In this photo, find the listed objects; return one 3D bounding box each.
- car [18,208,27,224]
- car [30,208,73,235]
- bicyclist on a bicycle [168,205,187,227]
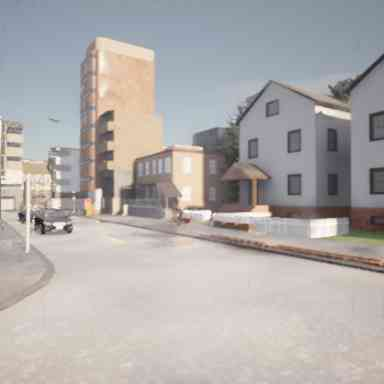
[{"bbox_3d":[-14.630,2.141,30.422,1.895,1.301,4.718,1,-1,-32],"label":"car"},{"bbox_3d":[-9.176,1.881,21.852,2.128,1.511,4.902,1,-1,-33],"label":"car"},{"bbox_3d":[-1.063,1.794,24.750,1.656,1.620,0.582,0,-1,-33],"label":"bicyclist on a bicycle"}]
